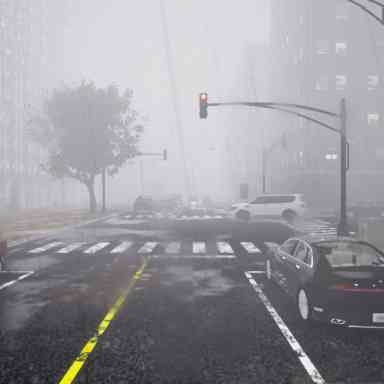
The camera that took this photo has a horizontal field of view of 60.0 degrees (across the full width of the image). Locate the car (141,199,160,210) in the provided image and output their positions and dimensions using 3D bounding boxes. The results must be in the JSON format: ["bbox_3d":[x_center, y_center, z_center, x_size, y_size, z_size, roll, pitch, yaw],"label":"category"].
[{"bbox_3d":[-5.568,1.592,44.839,1.947,1.339,4.313,0,0,0],"label":"car"}]

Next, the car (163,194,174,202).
[{"bbox_3d":[-5.476,1.386,77.976,2.192,1.841,5.009,0,0,0],"label":"car"}]

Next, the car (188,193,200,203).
[{"bbox_3d":[0.292,1.407,68.699,2.097,1.767,4.553,0,0,0],"label":"car"}]

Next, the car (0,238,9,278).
[{"bbox_3d":[-5.673,1.545,6.928,1.887,1.381,4.507,0,0,0],"label":"car"}]

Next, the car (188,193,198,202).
[{"bbox_3d":[0.218,1.298,78.855,2.150,2.045,5.566,0,0,0],"label":"car"}]

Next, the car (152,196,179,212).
[{"bbox_3d":[-2.995,1.568,38.600,2.033,1.411,5.357,0,0,0],"label":"car"}]

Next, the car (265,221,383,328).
[{"bbox_3d":[2.707,1.551,6.904,2.008,1.369,4.403,0,0,0],"label":"car"}]

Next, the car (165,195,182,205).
[{"bbox_3d":[-2.965,1.578,49.053,2.033,1.411,5.357,0,0,0],"label":"car"}]

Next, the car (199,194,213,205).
[{"bbox_3d":[2.859,1.611,61.384,1.947,1.339,4.313,0,0,0],"label":"car"}]

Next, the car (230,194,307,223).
[{"bbox_3d":[5.618,1.183,24.711,5.566,2.045,2.150,-1,1,15],"label":"car"}]

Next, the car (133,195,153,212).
[{"bbox_3d":[-5.584,1.336,39.316,2.192,1.841,5.009,0,0,0],"label":"car"}]

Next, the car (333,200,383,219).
[{"bbox_3d":[13.497,1.350,26.280,4.403,1.369,2.008,-1,1,0],"label":"car"}]

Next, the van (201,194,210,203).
[{"bbox_3d":[2.889,1.402,72.430,1.690,1.788,3.998,0,0,0],"label":"van"}]

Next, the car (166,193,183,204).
[{"bbox_3d":[-2.887,1.264,59.696,2.150,2.045,5.566,0,0,3],"label":"car"}]
